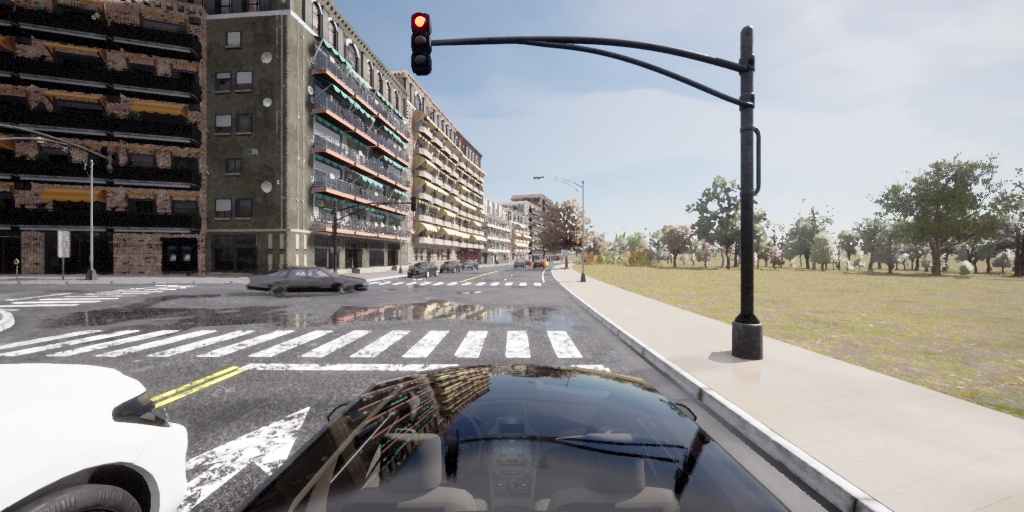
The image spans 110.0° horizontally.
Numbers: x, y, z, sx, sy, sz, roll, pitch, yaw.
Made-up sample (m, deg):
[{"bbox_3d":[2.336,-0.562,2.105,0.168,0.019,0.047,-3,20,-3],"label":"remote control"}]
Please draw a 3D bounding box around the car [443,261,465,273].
[{"bbox_3d":[-7.584,1.351,44.622,1.837,1.490,4.892,0,0,6],"label":"car"}]

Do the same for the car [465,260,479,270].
[{"bbox_3d":[-6.396,1.378,54.942,2.128,1.511,4.902,0,0,7],"label":"car"}]

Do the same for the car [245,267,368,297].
[{"bbox_3d":[-10.285,1.270,18.416,5.357,1.411,2.033,2,0,-23],"label":"car"}]

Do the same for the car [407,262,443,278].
[{"bbox_3d":[-8.497,1.313,34.524,1.837,1.490,4.892,0,0,5],"label":"car"}]

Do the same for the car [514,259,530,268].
[{"bbox_3d":[1.445,1.425,63.823,2.128,1.511,4.902,0,0,9],"label":"car"}]

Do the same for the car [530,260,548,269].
[{"bbox_3d":[4.878,1.414,63.852,1.882,1.535,5.008,0,0,9],"label":"car"}]
